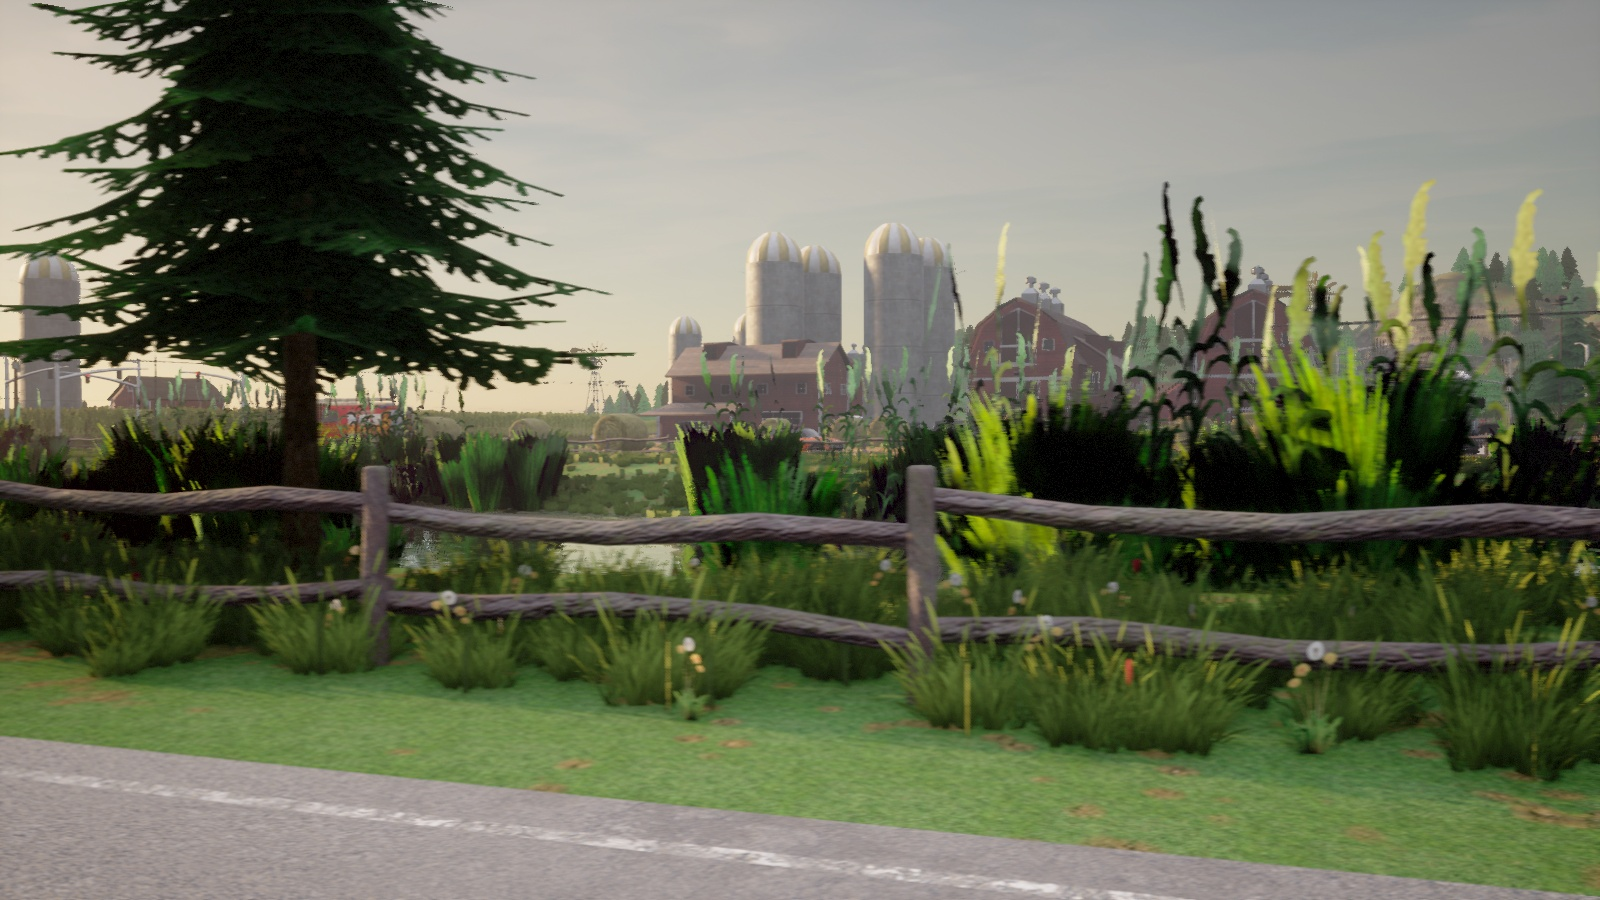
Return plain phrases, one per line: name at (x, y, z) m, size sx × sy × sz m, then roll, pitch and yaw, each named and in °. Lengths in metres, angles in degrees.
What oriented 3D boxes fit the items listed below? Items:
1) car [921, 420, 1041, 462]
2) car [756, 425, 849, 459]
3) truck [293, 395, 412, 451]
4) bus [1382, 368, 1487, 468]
car at (9.108, -0.463, 63.172) m, size 5.566 × 2.045 × 2.150 m, roll 1°, pitch 1°, yaw 28°
car at (0.123, -0.432, 67.864) m, size 4.553 × 1.767 × 2.097 m, roll 1°, pitch 1°, yaw 28°
truck at (-31.484, -1.901, 88.306) m, size 8.468 × 3.827 × 2.891 m, roll 1°, pitch 1°, yaw 28°
bus at (30.270, -1.396, 59.628) m, size 3.944 × 4.253 × 10.273 m, roll -1°, pitch 0°, yaw 29°
